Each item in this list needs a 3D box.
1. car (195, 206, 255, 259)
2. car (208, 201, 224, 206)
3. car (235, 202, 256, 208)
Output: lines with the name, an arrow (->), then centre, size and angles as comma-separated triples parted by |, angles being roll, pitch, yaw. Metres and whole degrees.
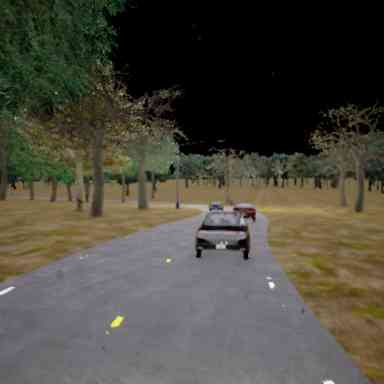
car -> 1.262, 1.503, 12.806 | 2.128, 1.511, 4.902 | 0, 0, 8
car -> 3.195, 1.900, 44.495 | 2.033, 1.411, 5.357 | 0, -1, 2
car -> 4.555, 1.626, 28.973 | 1.882, 1.535, 5.008 | 1, -1, 11
